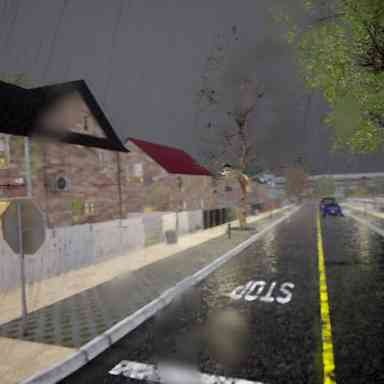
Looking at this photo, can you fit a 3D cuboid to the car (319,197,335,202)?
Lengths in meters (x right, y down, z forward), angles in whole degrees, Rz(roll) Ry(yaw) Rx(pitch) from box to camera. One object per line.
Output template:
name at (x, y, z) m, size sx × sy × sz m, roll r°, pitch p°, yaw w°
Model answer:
car at (19.393, 1.775, 47.342) m, size 2.150 × 2.045 × 5.566 m, roll -2°, pitch -1°, yaw 21°

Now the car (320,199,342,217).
car at (15.472, 1.887, 36.762) m, size 1.882 × 1.535 × 5.008 m, roll -2°, pitch -1°, yaw 21°
